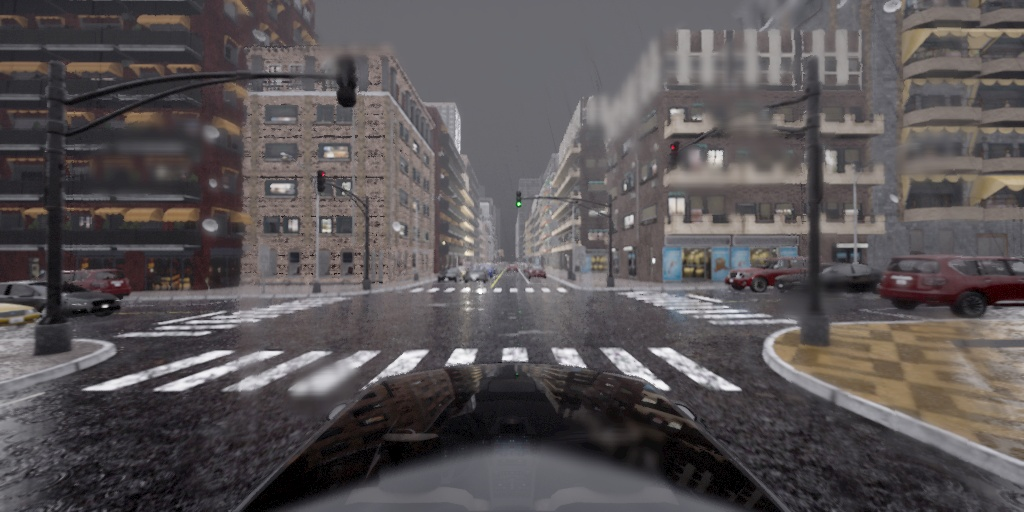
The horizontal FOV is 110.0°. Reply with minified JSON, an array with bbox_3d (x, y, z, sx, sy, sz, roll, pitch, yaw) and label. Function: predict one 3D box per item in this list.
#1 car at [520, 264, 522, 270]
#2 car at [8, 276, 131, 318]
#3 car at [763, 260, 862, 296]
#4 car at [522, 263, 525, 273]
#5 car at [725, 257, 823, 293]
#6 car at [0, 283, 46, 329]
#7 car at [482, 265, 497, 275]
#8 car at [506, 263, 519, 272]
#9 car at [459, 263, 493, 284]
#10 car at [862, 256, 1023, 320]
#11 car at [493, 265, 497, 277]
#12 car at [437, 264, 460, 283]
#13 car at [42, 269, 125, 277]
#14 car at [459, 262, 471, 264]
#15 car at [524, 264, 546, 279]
[{"bbox_3d":[2.641,2.019,56.090,1.802,1.307,4.207,0,0,0],"label":"car"},{"bbox_3d":[-17.878,1.707,13.606,4.892,1.490,1.837,-1,-1,0],"label":"car"},{"bbox_3d":[15.316,1.103,17.138,5.008,1.535,1.882,-1,-1,-1],"label":"car"},{"bbox_3d":[2.652,1.730,44.725,1.967,1.591,4.097,0,0,0],"label":"car"},{"bbox_3d":[14.560,0.980,19.711,5.009,1.841,2.192,0,0,-1],"label":"car"},{"bbox_3d":[-17.638,1.700,11.013,4.829,1.417,1.751,0,0,-1],"label":"car"},{"bbox_3d":[-3.137,1.980,51.650,1.895,1.301,4.718,0,-1,0],"label":"car"},{"bbox_3d":[0.055,2.026,60.996,1.812,1.442,4.674,0,-1,0],"label":"car"},{"bbox_3d":[-3.127,1.624,32.233,2.128,1.511,4.902,0,-1,0],"label":"car"},{"bbox_3d":[14.702,0.893,11.332,5.009,1.841,2.192,0,0,-1],"label":"car"},{"bbox_3d":[-3.135,1.729,41.655,1.882,1.535,5.008,0,-1,0],"label":"car"},{"bbox_3d":[-5.718,1.712,33.352,1.948,1.339,4.313,0,0,0],"label":"car"},{"bbox_3d":[-23.614,1.679,19.302,5.009,1.841,2.192,0,0,-1],"label":"car"},{"bbox_3d":[-5.724,1.744,38.864,1.751,1.417,4.829,0,0,0],"label":"car"},{"bbox_3d":[2.657,1.658,39.044,1.967,1.591,4.097,0,0,0],"label":"car"}]
